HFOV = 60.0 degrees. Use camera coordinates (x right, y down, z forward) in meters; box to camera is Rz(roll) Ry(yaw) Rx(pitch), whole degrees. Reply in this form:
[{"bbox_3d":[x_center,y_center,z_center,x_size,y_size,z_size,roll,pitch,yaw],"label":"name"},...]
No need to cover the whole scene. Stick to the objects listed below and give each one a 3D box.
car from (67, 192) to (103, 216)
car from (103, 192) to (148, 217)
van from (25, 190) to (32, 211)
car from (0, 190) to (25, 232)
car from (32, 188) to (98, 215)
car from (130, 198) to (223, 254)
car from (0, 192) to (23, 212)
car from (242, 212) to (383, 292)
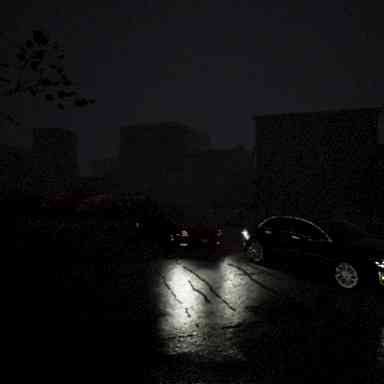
[{"bbox_3d":[-7.072,0.996,26.364,2.097,1.535,5.008,0,1,21],"label":"car"},{"bbox_3d":[-4.257,0.878,25.227,2.185,1.767,4.553,0,1,21],"label":"car"},{"bbox_3d":[-15.584,0.789,29.611,1.878,1.987,4.442,0,1,22],"label":"van"},{"bbox_3d":[-10.743,0.922,14.658,2.435,2.045,5.566,0,1,21],"label":"car"},{"bbox_3d":[-9.797,0.740,27.406,2.435,2.045,5.566,0,1,22],"label":"car"},{"bbox_3d":[-0.657,1.209,12.679,1.882,1.535,5.008,2,0,-26],"label":"car"},{"bbox_3d":[-18.373,0.908,30.816,2.185,1.767,4.553,-1,1,22],"label":"car"},{"bbox_3d":[3.331,1.351,8.818,1.837,1.490,4.892,0,1,-30],"label":"car"}]
